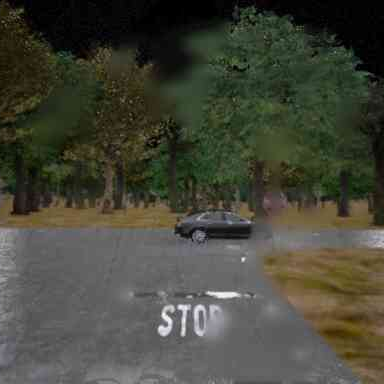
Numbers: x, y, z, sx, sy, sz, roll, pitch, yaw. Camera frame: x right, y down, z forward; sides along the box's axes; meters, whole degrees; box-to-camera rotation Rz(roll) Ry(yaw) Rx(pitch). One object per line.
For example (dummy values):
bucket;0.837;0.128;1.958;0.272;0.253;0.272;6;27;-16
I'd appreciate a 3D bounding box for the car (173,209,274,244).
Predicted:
car;1.544;1.614;15.956;4.892;1.490;1.837;1;1;-9
